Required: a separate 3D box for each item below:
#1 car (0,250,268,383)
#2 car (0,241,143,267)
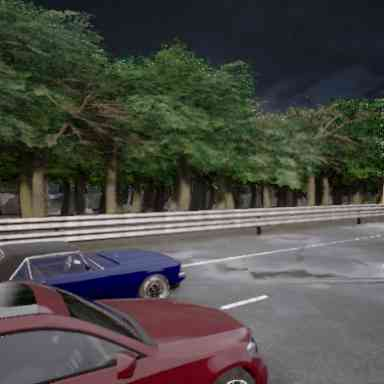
[{"bbox_3d":[-1.435,1.526,2.723,4.674,1.442,1.812,0,0,-36],"label":"car"},{"bbox_3d":[-2.473,1.602,6.288,4.718,1.301,1.895,0,0,-36],"label":"car"}]
